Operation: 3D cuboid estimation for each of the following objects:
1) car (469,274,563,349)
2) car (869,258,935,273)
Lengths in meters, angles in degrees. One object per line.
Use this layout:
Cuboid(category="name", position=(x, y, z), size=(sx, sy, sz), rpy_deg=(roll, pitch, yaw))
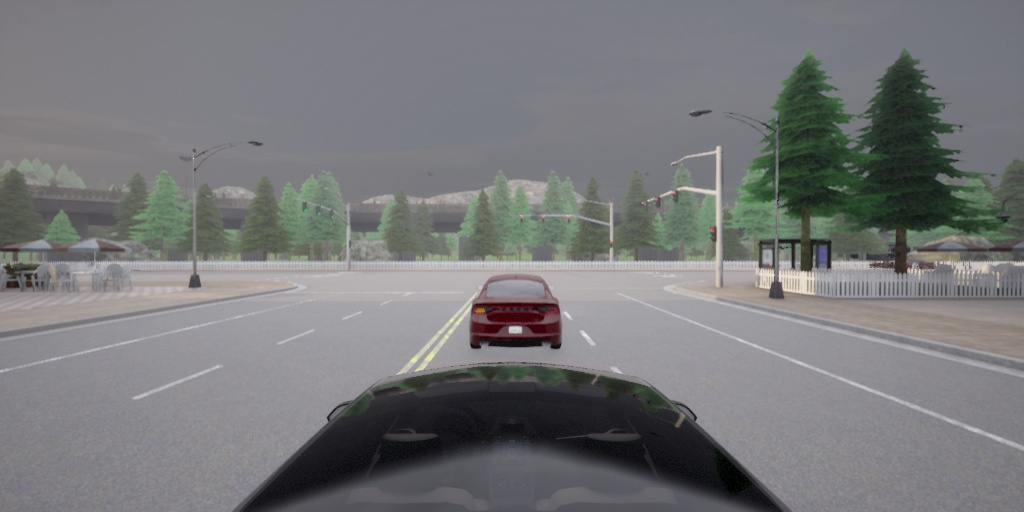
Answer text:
Cuboid(category="car", position=(0.100, 1.180, 9.011), size=(1.882, 1.535, 5.008), rpy_deg=(0, 0, 1))
Cuboid(category="car", position=(39.015, 0.941, 36.022), size=(5.008, 1.535, 1.882), rpy_deg=(0, 0, 7))
